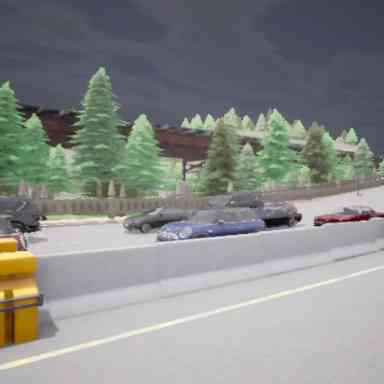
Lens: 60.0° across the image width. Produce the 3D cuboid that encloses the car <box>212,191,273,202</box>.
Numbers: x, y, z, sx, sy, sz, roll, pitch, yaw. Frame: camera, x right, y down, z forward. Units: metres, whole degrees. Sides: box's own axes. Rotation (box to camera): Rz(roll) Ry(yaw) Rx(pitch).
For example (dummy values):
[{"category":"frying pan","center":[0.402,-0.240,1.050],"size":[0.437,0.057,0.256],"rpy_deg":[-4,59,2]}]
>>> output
[{"category":"car","center":[2.655,1.099,23.021],"size":[5.566,2.045,2.150],"rpy_deg":[-7,4,-36]}]

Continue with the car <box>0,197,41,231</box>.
[{"category":"car","center":[-9.561,1.230,14.370],"size":[5.566,2.045,2.150],"rpy_deg":[1,0,-35]}]

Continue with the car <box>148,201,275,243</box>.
[{"category":"car","center":[0.854,1.411,13.213],"size":[4.553,1.767,2.097],"rpy_deg":[0,0,-35]}]

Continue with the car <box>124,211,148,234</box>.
[{"category":"car","center":[-1.772,1.583,19.933],"size":[4.674,1.442,1.812],"rpy_deg":[0,0,-36]}]

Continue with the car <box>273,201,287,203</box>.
[{"category":"car","center":[6.278,1.415,25.707],"size":[4.181,1.385,1.994],"rpy_deg":[-5,3,-35]}]

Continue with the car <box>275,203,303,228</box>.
[{"category":"car","center":[4.479,1.576,20.028],"size":[4.718,1.301,1.895],"rpy_deg":[-2,1,-36]}]

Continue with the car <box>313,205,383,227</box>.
[{"category":"car","center":[9.032,1.477,19.058],"size":[4.718,1.301,1.895],"rpy_deg":[-3,2,-35]}]

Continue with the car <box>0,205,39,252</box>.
[{"category":"car","center":[-6.425,1.349,8.011],"size":[4.553,1.767,2.097],"rpy_deg":[0,0,-35]}]
